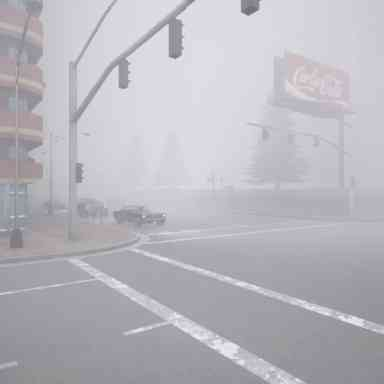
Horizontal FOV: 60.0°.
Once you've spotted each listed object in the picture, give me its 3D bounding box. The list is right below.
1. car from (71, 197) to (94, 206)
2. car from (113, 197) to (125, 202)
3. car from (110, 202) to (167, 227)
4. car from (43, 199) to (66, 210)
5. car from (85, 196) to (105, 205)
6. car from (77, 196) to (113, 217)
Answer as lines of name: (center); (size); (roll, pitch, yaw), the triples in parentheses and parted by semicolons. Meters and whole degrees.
car: (-18.290, 1.547, 55.324); (2.033, 1.411, 5.357); (0, 0, -36)
car: (-12.320, 1.505, 53.046); (1.837, 1.490, 4.892); (0, 0, -36)
car: (-3.659, 1.601, 22.856); (1.895, 1.301, 4.718); (0, 0, -36)
car: (-17.168, 1.564, 41.531); (1.994, 1.385, 4.181); (0, 0, -35)
car: (-17.671, 1.526, 60.424); (1.812, 1.442, 4.674); (0, 0, -37)
car: (-9.475, 1.352, 30.886); (2.097, 1.767, 4.553); (0, 0, -36)
